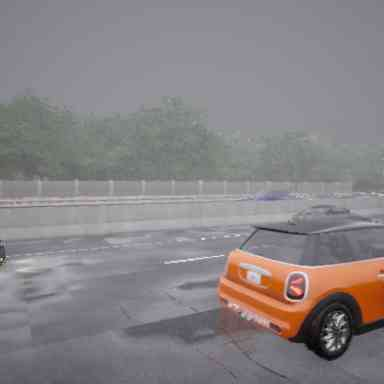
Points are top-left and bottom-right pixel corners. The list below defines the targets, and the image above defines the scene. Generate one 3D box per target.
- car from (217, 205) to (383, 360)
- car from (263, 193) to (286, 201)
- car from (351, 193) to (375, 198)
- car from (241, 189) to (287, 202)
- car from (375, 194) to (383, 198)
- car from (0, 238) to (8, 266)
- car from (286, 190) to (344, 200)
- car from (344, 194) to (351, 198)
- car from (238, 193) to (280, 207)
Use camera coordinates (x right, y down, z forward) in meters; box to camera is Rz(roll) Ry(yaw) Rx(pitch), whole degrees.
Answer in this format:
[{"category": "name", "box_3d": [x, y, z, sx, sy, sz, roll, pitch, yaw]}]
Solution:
[{"category": "car", "box_3d": [2.777, 1.261, 5.959, 4.553, 1.767, 2.097, -1, 1, -29]}, {"category": "car", "box_3d": [9.797, 1.095, 33.805, 4.181, 1.385, 1.994, -1, 1, -28]}, {"category": "car", "box_3d": [24.457, 0.868, 45.742, 4.181, 1.385, 1.994, -1, 1, -28]}, {"category": "car", "box_3d": [8.542, 0.722, 37.102, 5.566, 2.045, 2.150, 0, 1, -28]}, {"category": "car", "box_3d": [26.054, 0.897, 42.627, 4.181, 1.385, 1.994, -1, 1, -28]}, {"category": "car", "box_3d": [-7.118, 1.498, 8.538, 4.181, 1.385, 1.994, -1, 1, -29]}, {"category": "car", "box_3d": [11.377, 0.912, 30.680, 4.553, 1.767, 2.097, -1, 1, -28]}, {"category": "car", "box_3d": [24.448, 0.857, 49.698, 4.718, 1.301, 1.895, -1, 1, -28]}, {"category": "car", "box_3d": [8.275, 0.930, 40.930, 5.008, 1.535, 1.882, 0, 1, -28]}]
